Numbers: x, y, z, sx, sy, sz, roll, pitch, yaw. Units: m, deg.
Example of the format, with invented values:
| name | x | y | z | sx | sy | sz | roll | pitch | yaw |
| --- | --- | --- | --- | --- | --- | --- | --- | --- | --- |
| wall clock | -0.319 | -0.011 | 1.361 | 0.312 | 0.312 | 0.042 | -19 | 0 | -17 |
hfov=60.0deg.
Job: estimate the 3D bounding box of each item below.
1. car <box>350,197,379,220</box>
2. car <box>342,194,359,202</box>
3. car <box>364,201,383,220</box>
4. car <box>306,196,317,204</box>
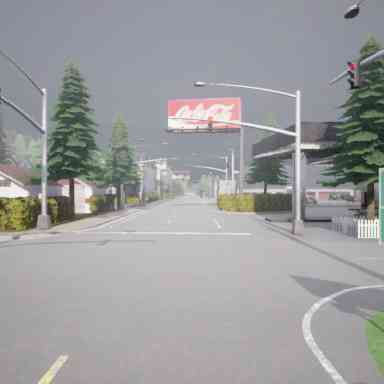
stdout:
| name | x | y | z | sx | sy | sz | roll | pitch | yaw |
| --- | --- | --- | --- | --- | --- | --- | --- | --- | --- |
| car | 14.385 | 1.504 | 24.887 | 3.866 | 1.878 | 1.905 | 0 | 0 | 0 |
| car | 34.953 | 1.489 | 71.732 | 2.007 | 1.523 | 4.514 | 0 | 0 | 0 |
| car | 18.715 | 1.672 | 30.554 | 4.611 | 1.667 | 2.242 | 0 | 0 | 0 |
| car | 22.544 | 1.552 | 63.948 | 1.970 | 1.475 | 3.806 | 0 | 0 | 0 |
